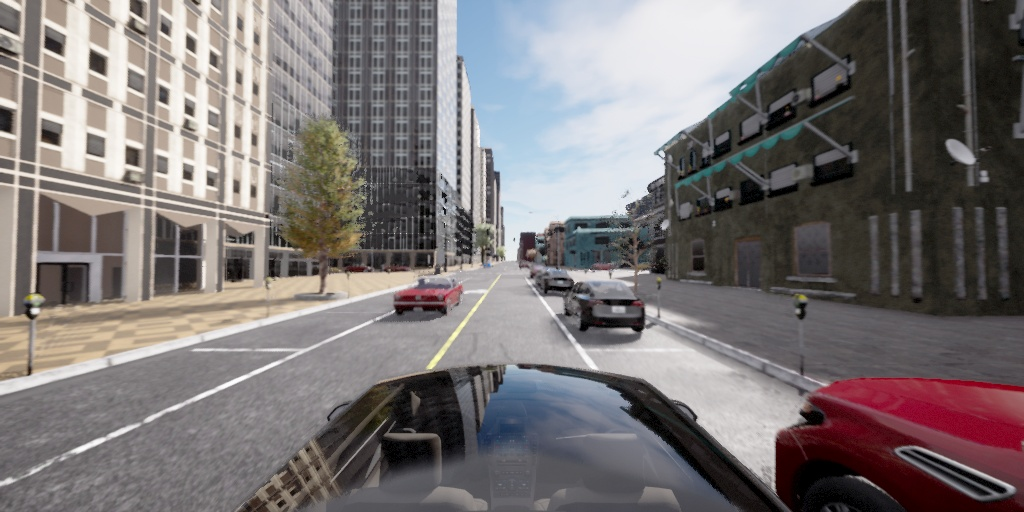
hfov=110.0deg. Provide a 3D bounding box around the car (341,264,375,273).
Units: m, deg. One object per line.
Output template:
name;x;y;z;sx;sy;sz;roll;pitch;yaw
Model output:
car;-23.120;1.864;54.690;4.097;1.591;1.967;0;0;1

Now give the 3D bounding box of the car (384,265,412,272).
car;-17.436;1.952;54.638;4.207;1.307;1.802;0;0;1

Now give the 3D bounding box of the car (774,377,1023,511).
car;2.691;1.049;0.184;2.192;1.841;5.009;0;0;0

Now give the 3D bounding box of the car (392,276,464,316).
car;-3.106;1.480;14.100;1.895;1.301;4.718;0;-1;0

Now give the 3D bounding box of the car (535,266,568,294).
car;2.684;1.528;22.093;1.948;1.339;4.313;0;0;0

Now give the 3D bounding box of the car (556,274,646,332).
car;2.688;1.415;11.139;1.948;1.339;4.313;0;0;0

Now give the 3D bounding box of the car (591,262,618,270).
car;14.646;1.656;57.052;4.181;1.385;1.994;-1;-2;1

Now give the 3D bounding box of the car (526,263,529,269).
car;2.803;1.713;38.523;1.802;1.307;4.207;0;0;0

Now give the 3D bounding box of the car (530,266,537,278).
car;2.683;1.569;27.571;2.007;1.370;4.403;0;0;0

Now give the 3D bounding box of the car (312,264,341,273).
car;-28.633;2.004;54.741;4.829;1.417;1.751;0;0;1

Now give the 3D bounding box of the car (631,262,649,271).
car;20.673;1.535;54.288;4.829;1.417;1.751;0;0;1
